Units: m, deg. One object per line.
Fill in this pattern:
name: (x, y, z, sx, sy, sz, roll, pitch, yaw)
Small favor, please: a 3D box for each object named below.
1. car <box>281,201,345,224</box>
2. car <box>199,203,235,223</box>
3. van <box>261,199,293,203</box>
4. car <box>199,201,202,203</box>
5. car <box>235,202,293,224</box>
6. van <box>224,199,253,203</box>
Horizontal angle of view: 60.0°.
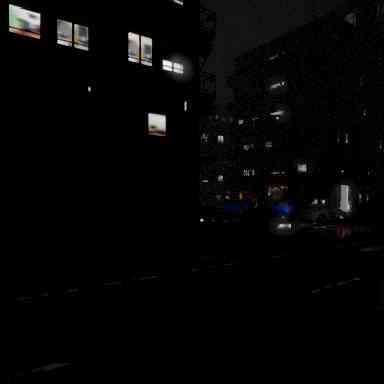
car: (9.929, 1.717, 27.015, 1.812, 1.442, 4.674, -1, 0, -37)
car: (1.798, 1.875, 28.649, 1.802, 1.307, 4.206, -1, 0, -36)
van: (8.541, 1.603, 33.562, 1.690, 1.788, 3.998, -1, 0, -36)
car: (0.352, 1.713, 34.961, 2.097, 1.767, 4.553, 0, -1, -36)
car: (5.907, 1.802, 27.399, 1.994, 1.385, 4.181, 0, -1, -36)
van: (5.228, 1.677, 38.080, 1.690, 1.788, 3.998, -1, 0, -36)
